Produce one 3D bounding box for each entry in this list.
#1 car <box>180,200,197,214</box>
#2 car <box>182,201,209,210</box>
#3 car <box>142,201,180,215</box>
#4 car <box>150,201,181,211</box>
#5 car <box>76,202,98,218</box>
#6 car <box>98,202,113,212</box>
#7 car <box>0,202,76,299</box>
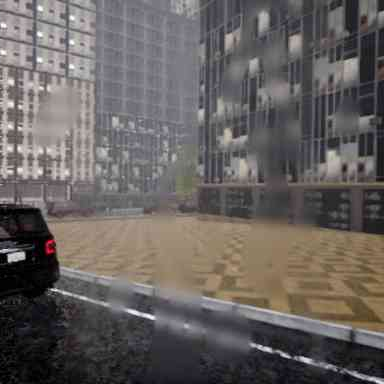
[{"bbox_3d":[0.324,2.102,47.229,5.009,1.841,2.192,0,1,-34],"label":"car"},{"bbox_3d":[0.553,2.257,56.937,4.313,1.339,1.947,0,1,-34],"label":"car"},{"bbox_3d":[-4.358,2.309,44.032,4.507,1.381,1.887,0,1,-34],"label":"car"},{"bbox_3d":[-4.266,2.193,53.640,4.829,1.417,1.752,0,1,-34],"label":"car"},{"bbox_3d":[-13.713,2.034,37.629,5.009,1.841,2.192,0,1,-34],"label":"car"},{"bbox_3d":[-13.485,2.175,47.336,4.403,1.369,2.008,0,1,-34],"label":"car"},{"bbox_3d":[-5.304,1.314,7.474,5.566,2.045,2.150,-2,-1,35],"label":"car"}]
